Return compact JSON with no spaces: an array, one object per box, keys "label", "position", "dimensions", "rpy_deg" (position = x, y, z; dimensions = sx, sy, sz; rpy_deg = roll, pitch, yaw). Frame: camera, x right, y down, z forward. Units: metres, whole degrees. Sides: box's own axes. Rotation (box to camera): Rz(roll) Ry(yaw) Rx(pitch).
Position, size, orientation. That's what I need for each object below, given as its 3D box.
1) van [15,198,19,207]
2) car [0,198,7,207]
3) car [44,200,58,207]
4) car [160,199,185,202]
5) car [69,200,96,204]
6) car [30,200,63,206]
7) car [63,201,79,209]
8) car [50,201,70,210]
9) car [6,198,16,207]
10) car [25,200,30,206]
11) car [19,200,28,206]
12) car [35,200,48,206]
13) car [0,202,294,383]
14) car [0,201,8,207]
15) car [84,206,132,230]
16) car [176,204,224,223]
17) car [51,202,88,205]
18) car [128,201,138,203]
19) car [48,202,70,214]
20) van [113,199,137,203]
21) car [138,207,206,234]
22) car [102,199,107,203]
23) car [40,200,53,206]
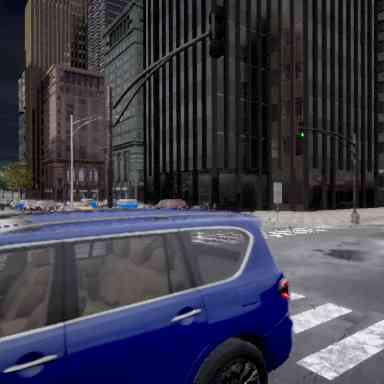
[{"label":"van","position":[-26.181,2.124,52.419],"dimensions":[1.690,1.788,3.998],"rpy_deg":[-1,0,-35]},{"label":"car","position":[-41.307,2.668,73.665],"dimensions":[1.887,1.381,4.507],"rpy_deg":[-1,0,-35]},{"label":"car","position":[-31.750,2.597,74.943],"dimensions":[1.947,1.339,4.313],"rpy_deg":[-1,0,-35]},{"label":"car","position":[-2.336,1.670,33.646],"dimensions":[2.192,1.841,5.009],"rpy_deg":[-1,0,-35]},{"label":"car","position":[-12.753,1.989,38.193],"dimensions":[1.882,1.535,5.008],"rpy_deg":[0,-1,-35]},{"label":"car","position":[-17.679,1.902,40.480],"dimensions":[2.192,1.841,5.009],"rpy_deg":[-1,0,-35]},{"label":"car","position":[-22.697,2.409,62.230],"dimensions":[1.802,1.307,4.206],"rpy_deg":[-1,0,-35]},{"label":"car","position":[-23.051,2.342,57.981],"dimensions":[2.033,1.411,5.357],"rpy_deg":[0,-1,-35]},{"label":"car","position":[-31.951,2.355,60.524],"dimensions":[1.967,1.590,4.097],"rpy_deg":[-1,0,-35]},{"label":"car","position":[-20.508,2.197,44.460],"dimensions":[1.887,1.381,4.507],"rpy_deg":[-1,0,-35]},{"label":"car","position":[-23.344,2.158,48.439],"dimensions":[1.967,1.590,4.097],"rpy_deg":[-1,0,-35]},{"label":"car","position":[-37.786,2.712,83.418],"dimensions":[2.008,1.369,4.403],"rpy_deg":[-1,0,-35]},{"label":"car","position":[-1.474,1.221,2.864],"dimensions":[5.566,2.045,2.150],"rpy_deg":[0,0,-36]},{"label":"car","position":[-44.425,2.772,78.045],"dimensions":[1.802,1.307,4.206],"rpy_deg":[-1,0,-35]},{"label":"car","position":[-6.239,1.844,24.422],"dimensions":[1.752,1.417,4.829],"rpy_deg":[-1,0,-35]},{"label":"car","position":[0.615,1.830,29.499],"dimensions":[1.887,1.381,4.507],"rpy_deg":[-1,0,-35]},{"label":"car","position":[-12.005,2.005,32.520],"dimensions":[2.008,1.369,4.403],"rpy_deg":[-1,0,-35]},{"label":"car","position":[-5.276,2.006,37.793],"dimensions":[1.802,1.307,4.206],"rpy_deg":[-1,0,-35]},{"label":"car","position":[-18.598,2.174,46.462],"dimensions":[1.812,1.442,4.674],"rpy_deg":[0,-1,-35]},{"label":"van","position":[-8.228,1.834,41.940],"dimensions":[1.690,1.788,3.998],"rpy_deg":[-1,0,-35]},{"label":"car","position":[-1.528,1.795,22.414],"dimensions":[2.033,1.411,5.357],"rpy_deg":[0,-1,-36]},{"label":"car","position":[-11.175,1.877,46.087],"dimensions":[2.192,1.841,5.009],"rpy_deg":[-1,0,-35]},{"label":"car","position":[-34.768,2.662,79.181],"dimensions":[1.947,1.339,4.313],"rpy_deg":[-1,0,-35]}]
